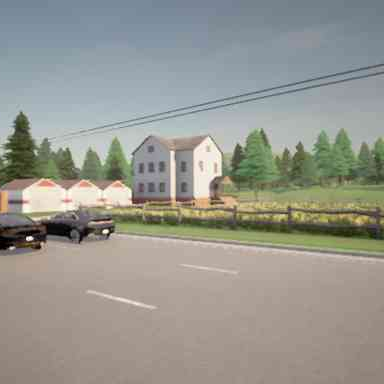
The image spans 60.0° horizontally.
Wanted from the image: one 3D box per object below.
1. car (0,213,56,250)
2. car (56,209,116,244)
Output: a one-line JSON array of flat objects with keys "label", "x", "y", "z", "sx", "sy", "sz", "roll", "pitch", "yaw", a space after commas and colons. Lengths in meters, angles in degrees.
[{"label": "car", "x": -8.125, "y": 1.615, "z": 13.970, "sx": 5.008, "sy": 1.535, "sz": 1.882, "roll": 0, "pitch": 0, "yaw": 36}, {"label": "car", "x": -5.956, "y": 1.628, "z": 16.721, "sx": 4.902, "sy": 1.511, "sz": 2.128, "roll": -1, "pitch": 0, "yaw": 36}]
